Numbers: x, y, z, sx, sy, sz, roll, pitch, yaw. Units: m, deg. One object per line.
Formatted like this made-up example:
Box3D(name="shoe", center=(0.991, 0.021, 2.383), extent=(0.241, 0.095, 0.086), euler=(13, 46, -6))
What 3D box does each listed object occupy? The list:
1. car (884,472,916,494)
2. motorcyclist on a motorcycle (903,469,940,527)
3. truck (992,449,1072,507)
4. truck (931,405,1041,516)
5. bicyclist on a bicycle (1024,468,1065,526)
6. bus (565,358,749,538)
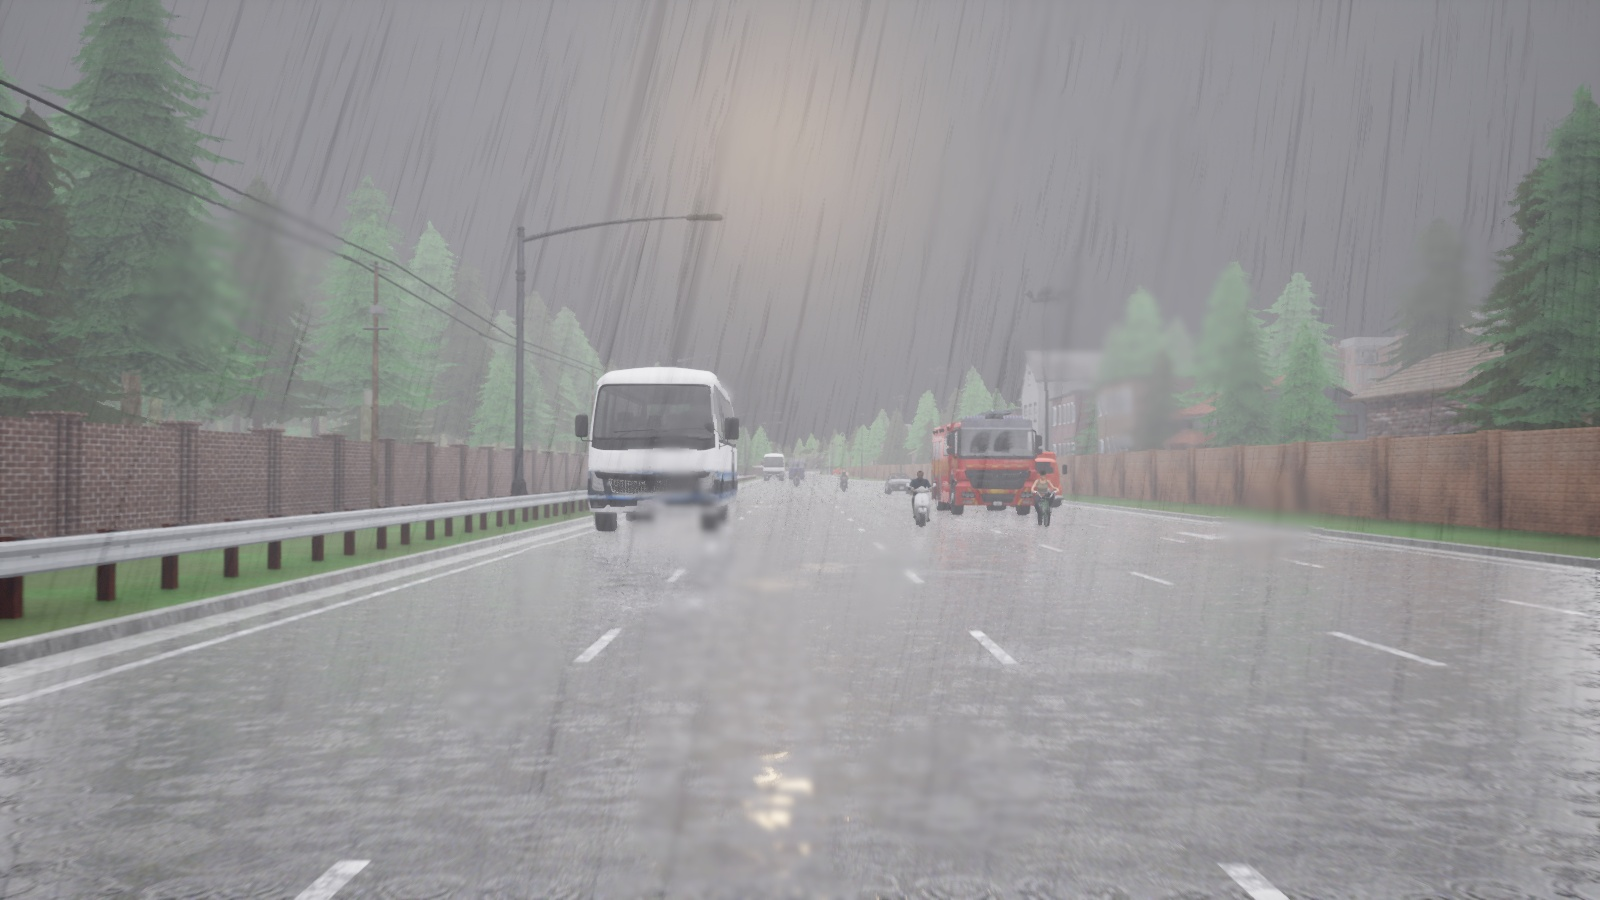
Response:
Box3D(name="car", center=(6.787, 2.237, 85.789), extent=(1.816, 1.474, 4.193), euler=(0, -1, 0))
Box3D(name="motorcyclist on a motorcycle", center=(3.412, 1.349, 35.496), extent=(0.866, 1.590, 1.817), euler=(0, -1, 0))
Box3D(name="truck", center=(10.357, 1.234, 56.586), extent=(2.627, 2.467, 5.204), euler=(0, -1, 0))
Box3D(name="truck", center=(6.877, 0.420, 47.643), extent=(2.891, 3.827, 8.468), euler=(0, -1, 0))
Box3D(name="bicyclist on a bicycle", center=(6.916, 1.319, 35.576), extent=(0.866, 1.612, 1.509), euler=(0, -1, 0))
Box3D(name="bus", center=(-3.592, 0.036, 34.838), extent=(3.944, 4.253, 10.273), euler=(0, -1, 0))
